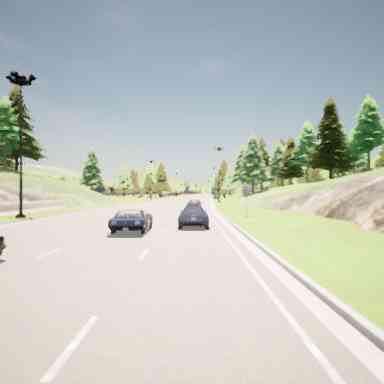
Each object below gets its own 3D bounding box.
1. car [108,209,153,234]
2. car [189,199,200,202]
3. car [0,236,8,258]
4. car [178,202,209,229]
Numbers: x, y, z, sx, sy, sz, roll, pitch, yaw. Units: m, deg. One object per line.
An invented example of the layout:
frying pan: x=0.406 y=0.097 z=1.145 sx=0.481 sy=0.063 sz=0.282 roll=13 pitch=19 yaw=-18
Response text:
car: x=-3.403 y=1.634 z=19.303 sx=1.895 sy=1.301 sz=4.718 roll=0 pitch=0 yaw=0
car: x=0.316 y=1.617 z=40.664 sx=2.033 sy=1.411 sz=5.357 roll=0 pitch=0 yaw=2
car: x=-6.901 y=1.616 z=8.633 sx=1.895 sy=1.301 sz=4.718 roll=0 pitch=0 yaw=0
car: x=0.098 y=1.602 z=22.106 sx=1.994 sy=1.385 sz=4.181 roll=0 pitch=0 yaw=0
